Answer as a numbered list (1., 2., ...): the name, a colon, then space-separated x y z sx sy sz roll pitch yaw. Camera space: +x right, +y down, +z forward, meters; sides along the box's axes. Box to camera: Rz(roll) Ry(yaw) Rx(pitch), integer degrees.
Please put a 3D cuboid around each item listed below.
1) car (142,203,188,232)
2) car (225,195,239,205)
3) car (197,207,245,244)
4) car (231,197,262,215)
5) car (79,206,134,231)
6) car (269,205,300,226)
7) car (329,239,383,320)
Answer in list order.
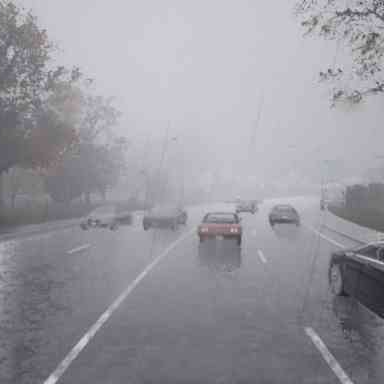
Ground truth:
1. car: -1.515 1.464 20.428 1.882 1.535 5.008 0 0 11
2. car: 7.344 1.355 59.123 2.097 1.767 4.553 0 0 23
3. car: 1.460 1.602 15.925 1.895 1.301 4.718 0 0 8
4. car: 5.785 1.561 34.625 2.033 1.411 5.357 0 0 18
5. car: -5.075 1.535 20.236 1.994 1.385 4.181 0 0 10
6. car: 6.486 1.586 23.591 1.994 1.385 4.181 0 0 12
7. car: 3.913 1.504 5.632 2.128 1.511 4.902 0 0 3
